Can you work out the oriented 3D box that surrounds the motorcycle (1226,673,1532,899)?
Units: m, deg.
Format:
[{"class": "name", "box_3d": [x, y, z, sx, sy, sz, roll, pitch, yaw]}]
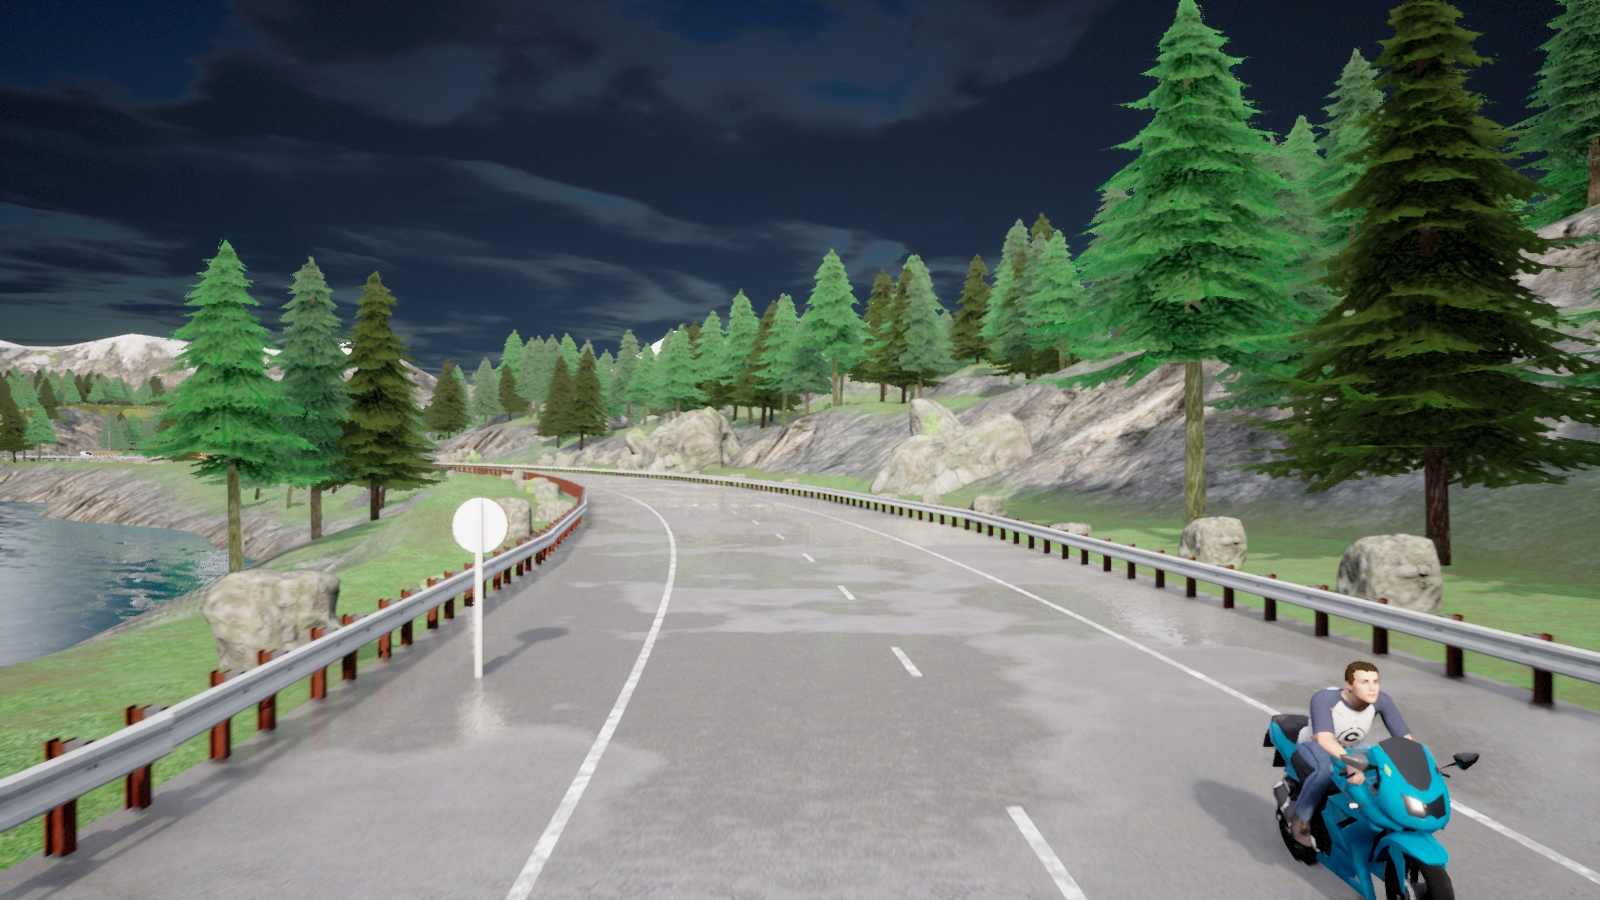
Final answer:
[{"class": "motorcycle", "box_3d": [3.414, 2.177, 7.004, 0.803, 1.217, 2.033, 0, 0, -2]}]
